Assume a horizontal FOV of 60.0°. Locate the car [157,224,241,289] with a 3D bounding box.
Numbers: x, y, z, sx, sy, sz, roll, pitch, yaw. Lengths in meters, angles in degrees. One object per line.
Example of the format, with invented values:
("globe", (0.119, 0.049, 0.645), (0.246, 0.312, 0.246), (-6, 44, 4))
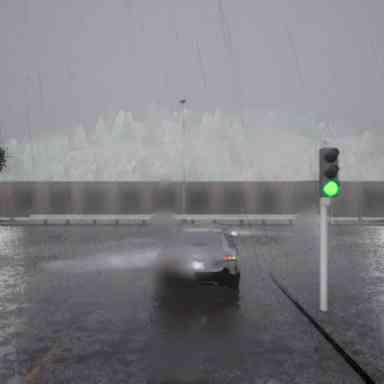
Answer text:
("car", (0.320, 1.589, 9.291), (1.994, 1.385, 4.181), (0, 0, 6))
